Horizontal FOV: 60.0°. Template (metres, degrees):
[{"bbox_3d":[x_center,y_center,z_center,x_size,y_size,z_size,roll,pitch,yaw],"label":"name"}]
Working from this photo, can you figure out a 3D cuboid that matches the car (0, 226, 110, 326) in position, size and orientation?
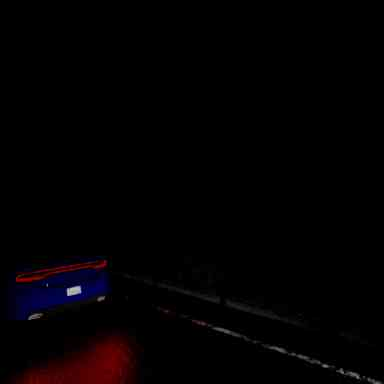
[{"bbox_3d":[-3.767,1.476,7.150,5.008,1.535,1.882,0,0,43],"label":"car"}]
